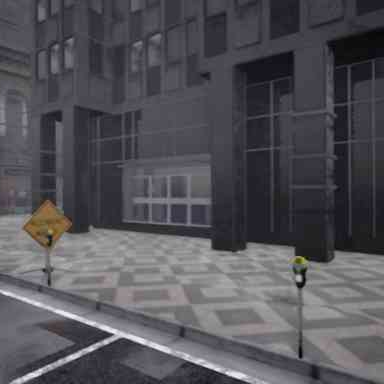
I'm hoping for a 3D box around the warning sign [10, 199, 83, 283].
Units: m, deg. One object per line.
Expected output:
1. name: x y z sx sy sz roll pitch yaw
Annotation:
1. warning sign: -3.647 1.127 8.391 1.060 1.860 1.300 0 0 35
